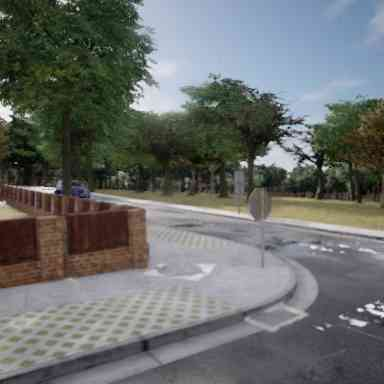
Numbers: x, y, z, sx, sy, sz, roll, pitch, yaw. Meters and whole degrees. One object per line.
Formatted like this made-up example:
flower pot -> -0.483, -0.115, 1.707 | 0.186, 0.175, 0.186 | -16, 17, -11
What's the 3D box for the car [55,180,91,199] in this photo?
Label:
car -> -12.201, -0.145, 33.890 | 2.150, 2.045, 5.566 | 0, 3, -37
